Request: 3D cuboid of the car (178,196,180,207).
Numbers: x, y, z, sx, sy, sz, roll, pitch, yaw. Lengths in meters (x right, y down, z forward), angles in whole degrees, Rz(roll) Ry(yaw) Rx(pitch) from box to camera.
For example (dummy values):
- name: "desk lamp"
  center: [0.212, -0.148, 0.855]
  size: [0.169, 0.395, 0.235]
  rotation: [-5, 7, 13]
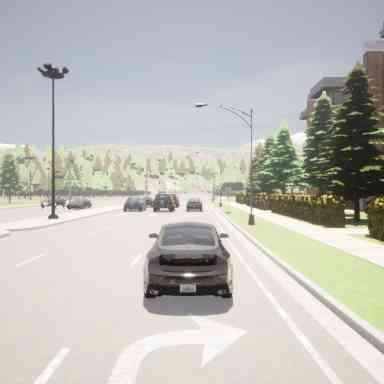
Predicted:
- name: "car"
  center: [-3.054, 1.221, 49.441]
  size: [2.150, 2.045, 5.566]
  rotation: [0, 0, 1]

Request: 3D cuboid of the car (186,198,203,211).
- name: "car"
  center: [0.297, 1.492, 39.606]
  size: [2.128, 1.511, 4.902]
  rotation: [0, 0, 1]

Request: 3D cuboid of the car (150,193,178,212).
- name: "car"
  center: [-3.216, 1.221, 38.798]
  size: [2.150, 2.045, 5.566]
  rotation: [0, 0, 1]

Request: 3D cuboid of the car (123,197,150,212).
- name: "car"
  center: [-6.705, 1.352, 39.537]
  size: [2.097, 1.767, 4.553]
  rotation: [0, 0, 1]

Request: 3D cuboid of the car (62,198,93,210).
- name: "car"
  center: [-14.645, 1.547, 43.584]
  size: [2.033, 1.411, 5.357]
  rotation: [0, 0, 1]

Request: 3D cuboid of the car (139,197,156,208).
- name: "car"
  center: [-6.554, 1.505, 49.464]
  size: [1.837, 1.490, 4.892]
  rotation: [0, 0, 1]

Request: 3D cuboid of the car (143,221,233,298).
- name: "car"
  center: [-0.085, 1.504, 8.473]
  size: [1.837, 1.490, 4.892]
  rotation: [0, 0, 0]

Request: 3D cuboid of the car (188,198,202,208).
- name: "car"
  center: [0.450, 1.564, 49.671]
  size: [1.994, 1.385, 4.181]
  rotation: [0, 0, 1]

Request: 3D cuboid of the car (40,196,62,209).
- name: "car"
  center: [-18.143, 1.331, 43.704]
  size: [2.128, 1.511, 4.902]
  rotation: [0, 0, 1]
